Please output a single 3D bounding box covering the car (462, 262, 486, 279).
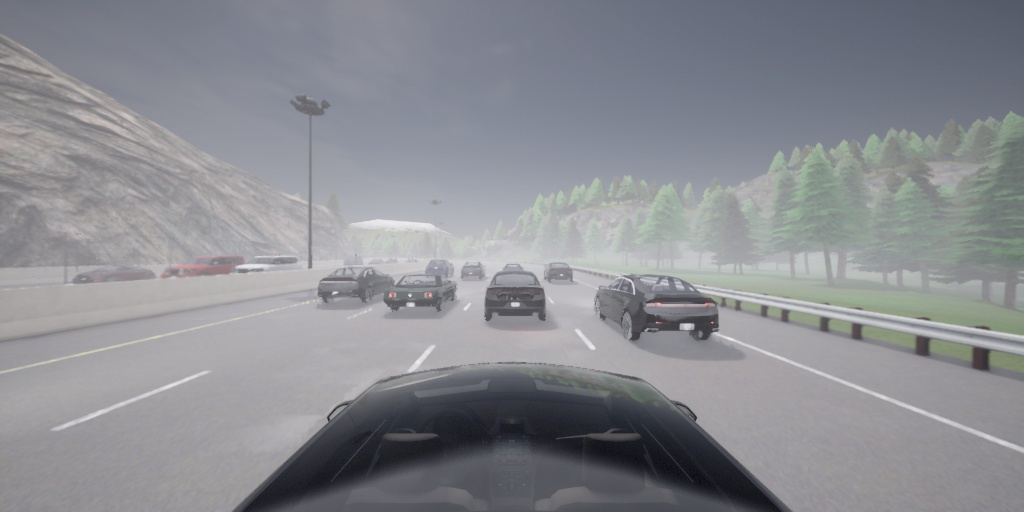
[{"bbox_3d":[-3.411,1.240,32.085,2.128,1.511,4.902,0,0,0],"label":"car"}]

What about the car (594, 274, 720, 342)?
[{"bbox_3d":[3.596,1.241,9.790,2.128,1.511,4.902,0,0,0],"label":"car"}]

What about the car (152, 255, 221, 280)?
[{"bbox_3d":[-21.106,0.974,25.047,2.150,2.045,5.566,0,0,0],"label":"car"}]

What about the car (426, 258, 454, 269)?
[{"bbox_3d":[-6.910,1.101,34.699,2.097,1.767,4.553,0,0,0],"label":"car"}]

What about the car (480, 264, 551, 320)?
[{"bbox_3d":[0.098,1.227,12.679,1.882,1.535,5.008,0,0,0],"label":"car"}]

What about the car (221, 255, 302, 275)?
[{"bbox_3d":[-17.607,0.974,26.043,2.150,2.045,5.566,0,0,0],"label":"car"}]

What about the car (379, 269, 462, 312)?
[{"bbox_3d":[-3.403,1.350,14.293,1.895,1.301,4.718,0,0,0],"label":"car"}]

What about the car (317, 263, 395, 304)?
[{"bbox_3d":[-6.907,1.241,16.421,2.128,1.511,4.902,0,0,0],"label":"car"}]

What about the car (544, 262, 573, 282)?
[{"bbox_3d":[3.591,1.226,28.423,1.882,1.535,5.008,0,0,0],"label":"car"}]

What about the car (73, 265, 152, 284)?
[{"bbox_3d":[-28.104,1.314,25.556,1.994,1.385,4.181,0,0,0],"label":"car"}]
